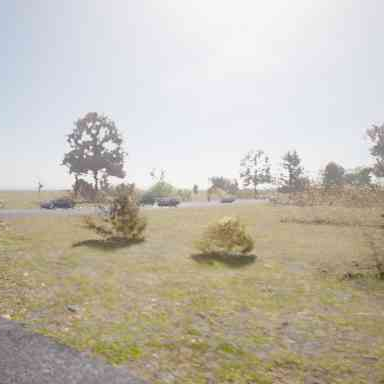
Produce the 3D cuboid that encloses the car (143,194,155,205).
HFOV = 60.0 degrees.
[{"bbox_3d":[-8.941,1.417,59.419,2.150,2.045,5.566,0,2,34],"label":"car"}]

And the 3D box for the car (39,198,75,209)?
[{"bbox_3d":[-18.325,1.622,45.405,1.837,1.490,4.892,0,2,34],"label":"car"}]

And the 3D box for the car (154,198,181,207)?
[{"bbox_3d":[-3.654,1.687,54.715,1.994,1.385,4.181,0,0,34],"label":"car"}]

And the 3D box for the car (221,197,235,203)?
[{"bbox_3d":[8.067,1.727,73.741,1.994,1.385,4.181,0,0,27],"label":"car"}]
